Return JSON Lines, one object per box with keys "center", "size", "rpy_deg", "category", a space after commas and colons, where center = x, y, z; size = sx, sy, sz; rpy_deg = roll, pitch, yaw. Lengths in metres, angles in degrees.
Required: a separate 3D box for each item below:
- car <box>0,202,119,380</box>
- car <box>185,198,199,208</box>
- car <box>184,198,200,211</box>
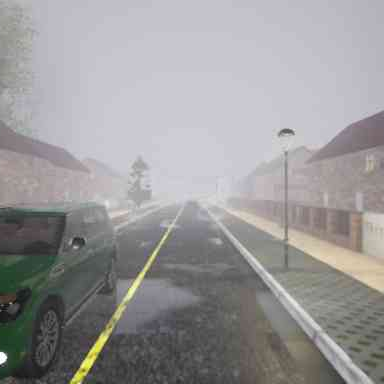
{"center": [-2.836, 1.240, 5.881], "size": [2.150, 2.045, 5.566], "rpy_deg": [0, 0, 0], "category": "car"}
{"center": [-0.016, 1.708, 53.090], "size": [2.033, 1.411, 5.357], "rpy_deg": [0, 0, 0], "category": "car"}
{"center": [-0.012, 1.697, 43.132], "size": [1.994, 1.385, 4.181], "rpy_deg": [0, 0, 0], "category": "car"}
